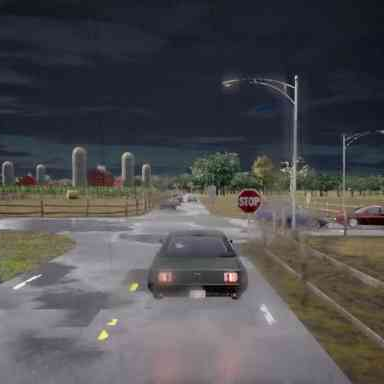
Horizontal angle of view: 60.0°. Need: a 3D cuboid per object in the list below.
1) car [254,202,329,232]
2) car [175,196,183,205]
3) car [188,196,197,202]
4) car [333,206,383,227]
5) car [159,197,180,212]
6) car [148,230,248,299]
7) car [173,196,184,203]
[{"bbox_3d":[6.437,1.505,21.577,4.553,1.767,2.097,1,1,19],"label":"car"},{"bbox_3d":[-2.807,1.507,52.058,1.994,1.385,4.181,0,0,0],"label":"car"},{"bbox_3d":[0.044,1.457,71.935,1.994,1.385,4.181,0,0,0],"label":"car"},{"bbox_3d":[12.842,1.723,23.988,5.008,1.535,1.882,1,1,1],"label":"car"},{"bbox_3d":[-2.794,1.568,39.076,1.895,1.301,4.718,0,0,0],"label":"car"},{"bbox_3d":[0.107,1.597,8.361,1.895,1.301,4.718,0,0,0],"label":"car"},{"bbox_3d":[-2.727,1.461,66.982,2.033,1.411,5.357,0,0,0],"label":"car"}]
